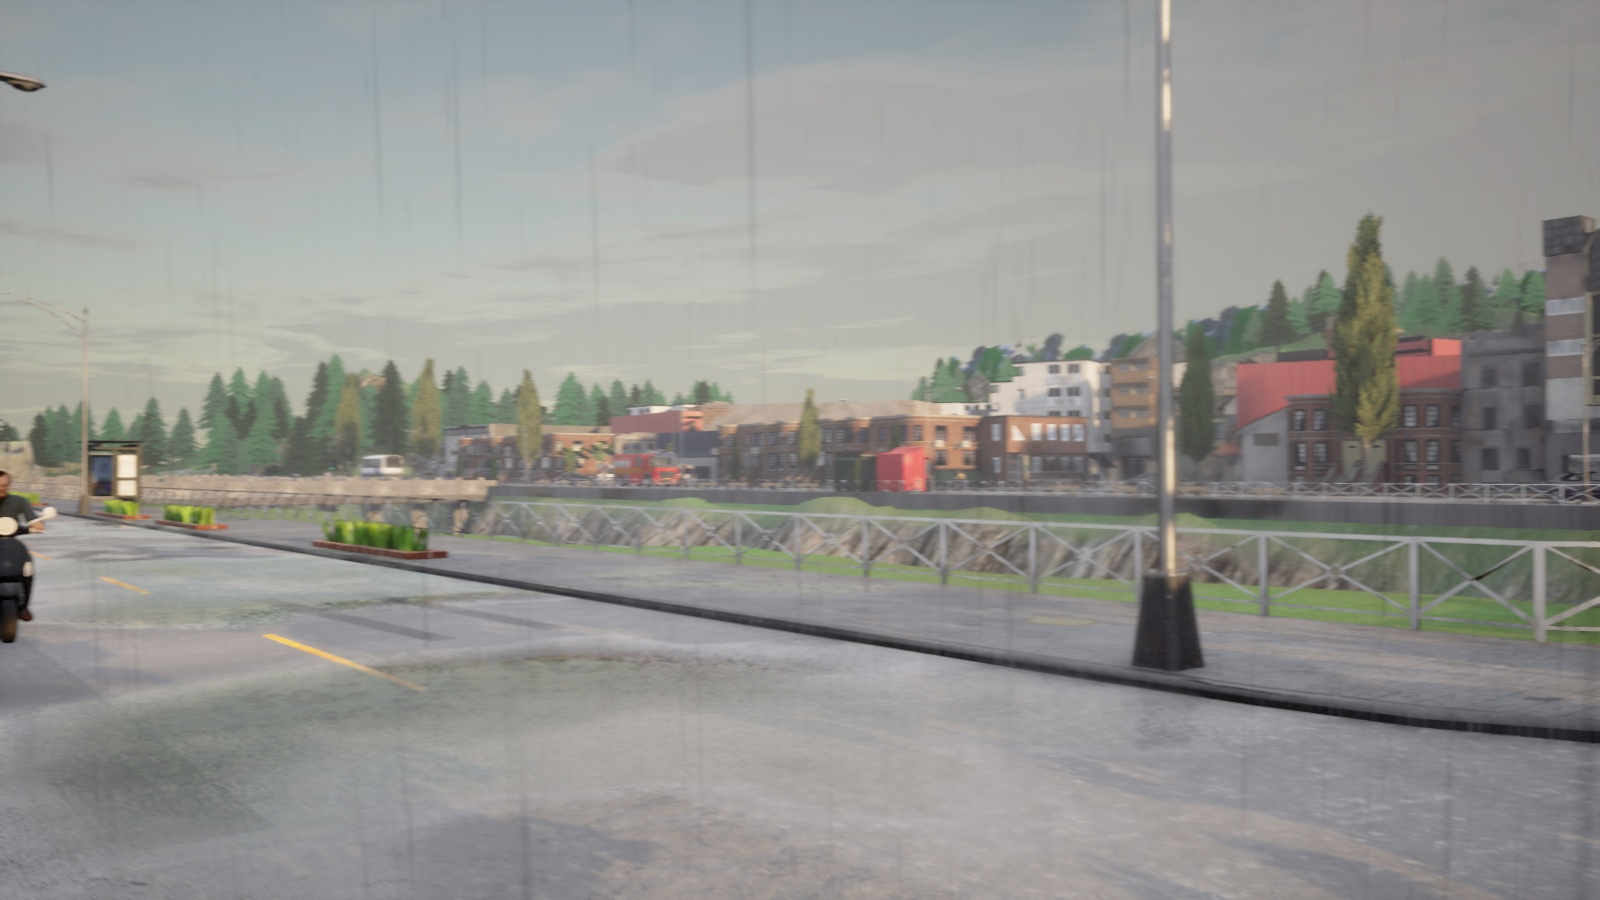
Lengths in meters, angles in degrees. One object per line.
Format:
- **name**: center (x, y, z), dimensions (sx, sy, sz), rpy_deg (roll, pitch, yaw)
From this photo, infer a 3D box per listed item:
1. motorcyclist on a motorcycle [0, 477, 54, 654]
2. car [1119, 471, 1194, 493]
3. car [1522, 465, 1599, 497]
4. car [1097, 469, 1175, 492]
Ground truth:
- **motorcyclist on a motorcycle**: center (-7.773, 1.056, 11.982), dimensions (0.866, 1.590, 1.817), rpy_deg (0, -1, -39)
- **car**: center (22.411, 2.010, 79.064), dimensions (1.994, 1.385, 4.181), rpy_deg (0, -1, -39)
- **car**: center (37.457, 1.485, 60.541), dimensions (1.816, 1.474, 4.193), rpy_deg (0, -1, -39)
- **car**: center (22.717, 2.051, 85.029), dimensions (1.837, 1.490, 4.892), rpy_deg (0, -1, -39)
